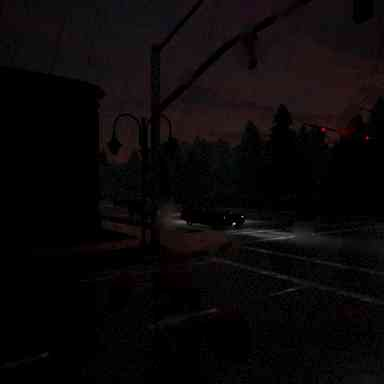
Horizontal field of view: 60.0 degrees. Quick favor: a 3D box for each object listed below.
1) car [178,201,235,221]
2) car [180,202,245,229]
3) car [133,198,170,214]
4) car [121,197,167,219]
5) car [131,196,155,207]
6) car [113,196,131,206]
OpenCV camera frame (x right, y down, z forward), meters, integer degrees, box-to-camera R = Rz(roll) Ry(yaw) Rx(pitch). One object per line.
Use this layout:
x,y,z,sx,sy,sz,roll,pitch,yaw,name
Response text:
1.084,1.547,28.264,2.033,1.411,5.357,0,0,-35,car
1.287,1.601,21.875,1.895,1.301,4.718,0,0,-35,car
-4.532,1.478,36.337,1.882,1.535,5.008,0,0,-34,car
-4.053,1.492,29.513,2.128,1.511,4.902,0,0,-35,car
-7.997,1.505,53.761,1.837,1.490,4.892,0,0,-35,car
-10.561,1.352,51.316,2.097,1.767,4.553,0,0,-35,car
